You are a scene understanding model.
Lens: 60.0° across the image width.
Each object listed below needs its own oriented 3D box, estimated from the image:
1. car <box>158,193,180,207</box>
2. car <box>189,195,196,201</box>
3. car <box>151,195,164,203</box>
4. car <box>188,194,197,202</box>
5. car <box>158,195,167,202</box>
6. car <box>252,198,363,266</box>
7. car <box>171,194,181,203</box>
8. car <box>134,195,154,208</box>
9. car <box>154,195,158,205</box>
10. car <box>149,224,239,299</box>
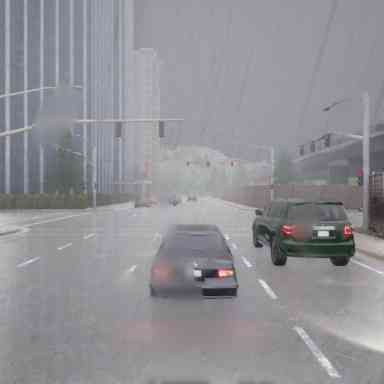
[{"bbox_3d":[-3.564,1.223,52.270,2.150,2.045,5.566,0,0,0],"label":"car"},{"bbox_3d":[0.045,1.500,88.905,1.837,1.490,4.892,0,0,0],"label":"car"},{"bbox_3d":[-6.979,1.491,68.022,2.128,1.511,4.902,0,0,0],"label":"car"},{"bbox_3d":[0.039,1.355,78.660,2.097,1.767,4.553,0,0,0],"label":"car"},{"bbox_3d":[-6.961,1.516,78.269,1.812,1.442,4.674,0,0,0],"label":"car"},{"bbox_3d":[3.577,1.221,11.674,2.150,2.045,5.566,0,0,1],"label":"car"},{"bbox_3d":[-3.464,1.355,72.558,2.097,1.767,4.553,0,0,0],"label":"car"},{"bbox_3d":[-7.070,1.506,47.494,1.837,1.490,4.892,0,0,0],"label":"car"},{"bbox_3d":[-7.053,1.351,57.351,2.097,1.767,4.553,0,0,0],"label":"car"},{"bbox_3d":[0.059,1.547,8.642,2.033,1.411,5.357,0,0,1],"label":"car"}]
